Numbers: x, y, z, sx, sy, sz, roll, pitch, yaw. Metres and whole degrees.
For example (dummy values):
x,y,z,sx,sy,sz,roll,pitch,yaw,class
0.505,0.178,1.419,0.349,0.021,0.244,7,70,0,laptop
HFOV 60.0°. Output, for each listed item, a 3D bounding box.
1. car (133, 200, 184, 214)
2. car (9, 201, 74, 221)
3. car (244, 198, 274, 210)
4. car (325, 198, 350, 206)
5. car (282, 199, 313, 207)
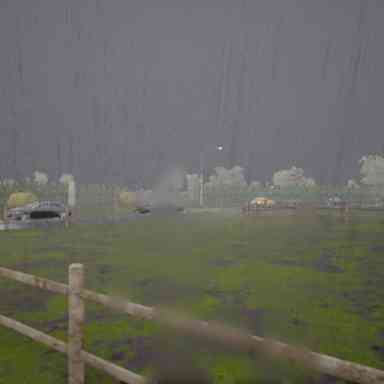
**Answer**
x,y,z,sx,sy,sz,roll,pitch,yaw,class
-3.314,1.553,34.009,5.357,1.411,2.033,0,0,-42,car
-11.732,1.484,25.929,2.128,1.511,4.902,1,0,44,car
8.922,1.500,44.438,5.008,1.535,1.882,0,0,-39,car
22.320,1.584,51.153,4.674,1.442,1.812,0,0,-36,car
14.407,1.647,45.125,4.718,1.301,1.895,0,0,-37,car
